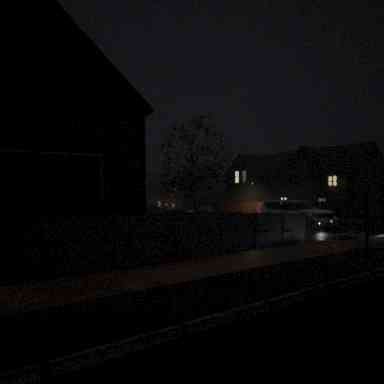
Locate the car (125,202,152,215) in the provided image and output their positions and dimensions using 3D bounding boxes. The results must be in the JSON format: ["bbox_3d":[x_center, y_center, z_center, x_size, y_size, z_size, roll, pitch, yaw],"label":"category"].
[{"bbox_3d":[-7.884,2.336,48.784,2.097,1.767,4.553,-1,-1,-35],"label":"car"}]

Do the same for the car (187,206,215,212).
[{"bbox_3d":[1.213,2.089,31.181,1.812,1.442,4.674,-1,-1,-36],"label":"car"}]

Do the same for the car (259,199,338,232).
[{"bbox_3d":[7.093,1.546,23.016,2.150,2.045,5.566,-1,-1,-36],"label":"car"}]

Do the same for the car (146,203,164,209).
[{"bbox_3d":[-4.623,2.303,39.306,1.837,1.490,4.892,-1,0,-36],"label":"car"}]
